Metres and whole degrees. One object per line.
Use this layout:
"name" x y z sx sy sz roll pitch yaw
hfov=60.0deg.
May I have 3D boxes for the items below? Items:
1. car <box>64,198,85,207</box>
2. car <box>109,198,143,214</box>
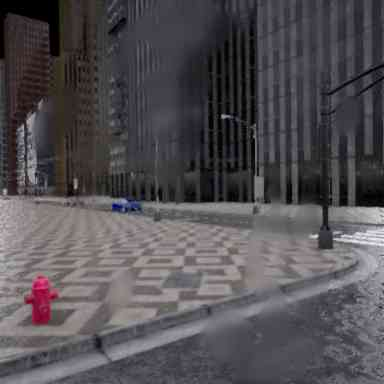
"car" -17.090 1.556 48.399 1.895 1.301 4.718 -1 1 -35
"car" -6.770 1.320 33.746 1.882 1.535 5.008 -1 1 -35
